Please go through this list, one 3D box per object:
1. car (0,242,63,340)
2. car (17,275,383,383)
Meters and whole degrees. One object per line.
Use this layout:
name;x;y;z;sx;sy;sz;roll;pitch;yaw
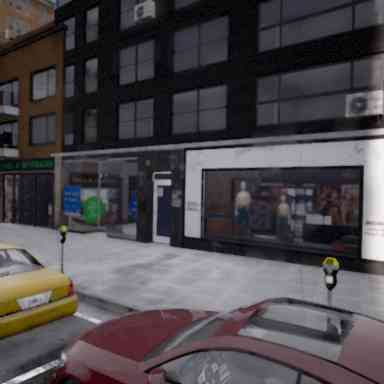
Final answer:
car;-4.061;1.445;5.975;4.829;1.417;1.752;1;1;36
car;0.624;1.571;2.633;4.206;1.307;1.802;1;1;36
